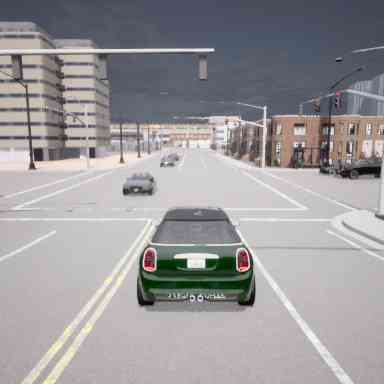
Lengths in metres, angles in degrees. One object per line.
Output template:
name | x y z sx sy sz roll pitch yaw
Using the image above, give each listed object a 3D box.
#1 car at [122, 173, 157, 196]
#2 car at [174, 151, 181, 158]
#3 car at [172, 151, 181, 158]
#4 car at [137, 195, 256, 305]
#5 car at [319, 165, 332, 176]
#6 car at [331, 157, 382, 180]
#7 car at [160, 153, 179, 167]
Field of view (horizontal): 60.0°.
car | -3.574 -0.619 23.226 1.994 1.385 4.181 0 9 0
car | -3.486 -6.625 62.815 1.882 1.535 5.008 0 8 1
car | -3.417 -8.470 75.466 1.812 1.442 4.674 0 9 0
car | 0.084 1.073 7.685 2.097 1.767 4.553 0 4 0
car | 15.976 -2.503 35.804 4.181 1.385 1.994 0 9 0
car | 17.059 -2.323 32.283 5.566 2.045 2.150 0 9 1
car | -3.559 -4.528 48.884 2.128 1.511 4.902 0 9 1
